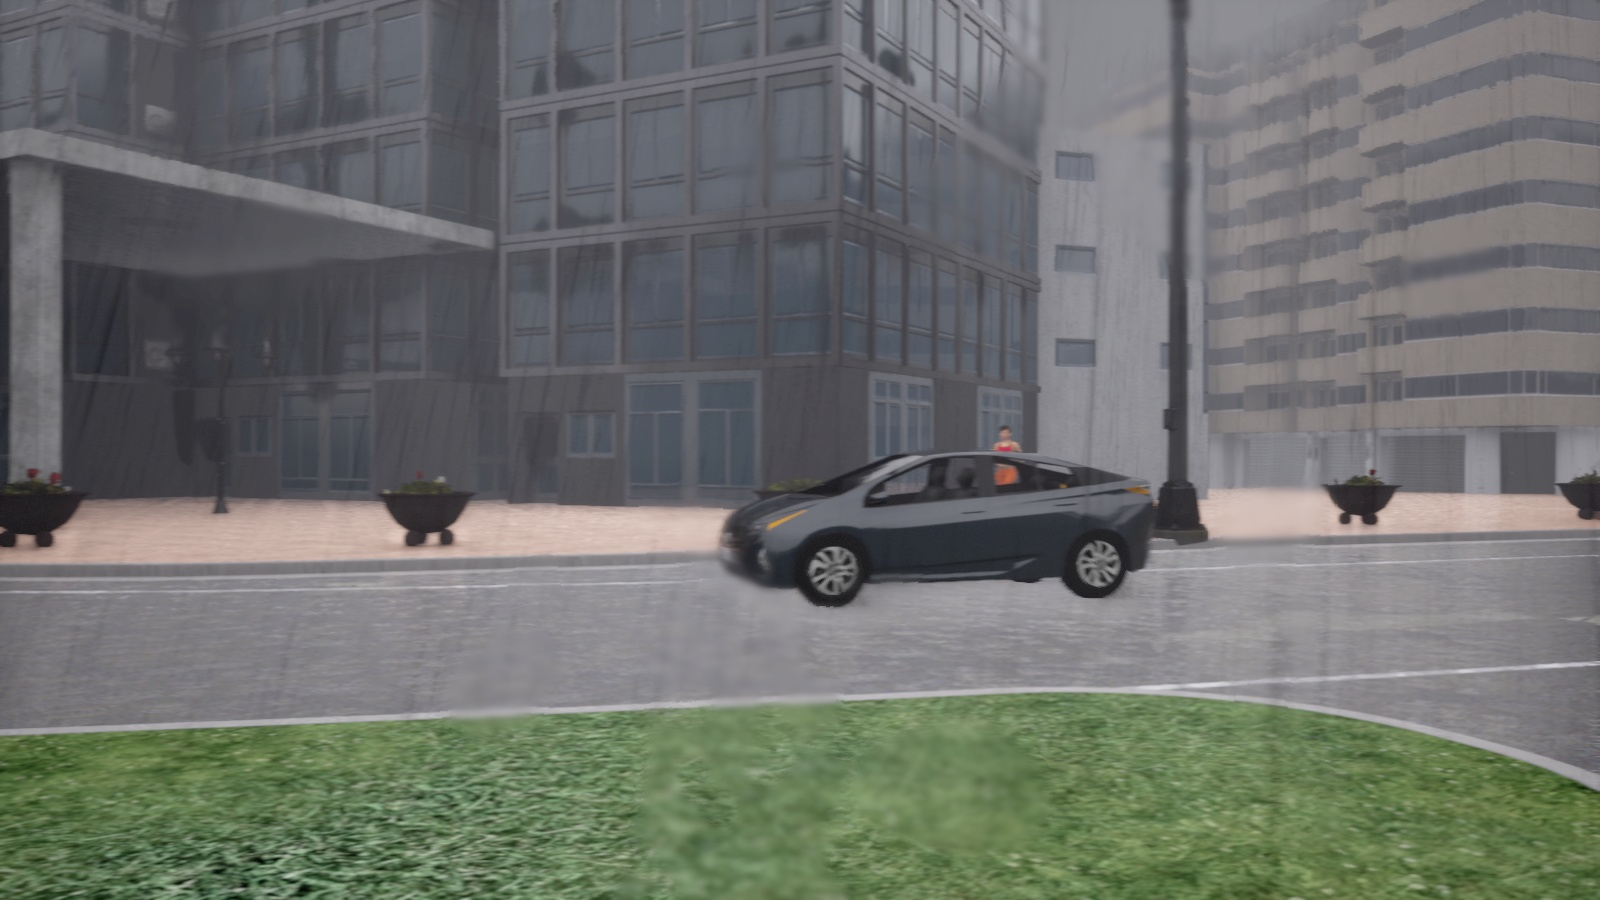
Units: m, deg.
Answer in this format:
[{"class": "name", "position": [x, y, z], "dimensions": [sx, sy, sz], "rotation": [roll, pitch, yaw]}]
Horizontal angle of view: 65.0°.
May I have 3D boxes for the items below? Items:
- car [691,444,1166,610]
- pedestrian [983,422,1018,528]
[{"class": "car", "position": [1.275, 0.710, 13.129], "dimensions": [4.514, 1.525, 2.007], "rotation": [0, 0, -16]}, {"class": "pedestrian", "position": [3.552, 0.438, 22.275], "dimensions": [0.345, 1.836, 0.594], "rotation": [0, 0, 41]}]
